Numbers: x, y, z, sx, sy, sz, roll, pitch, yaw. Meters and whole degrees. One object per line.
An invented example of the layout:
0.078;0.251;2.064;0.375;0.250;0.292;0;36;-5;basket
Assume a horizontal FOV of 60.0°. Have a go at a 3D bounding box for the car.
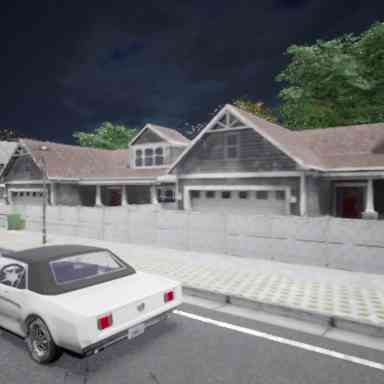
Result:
-2.559;1.600;5.818;4.718;1.301;1.895;0;0;36;car
